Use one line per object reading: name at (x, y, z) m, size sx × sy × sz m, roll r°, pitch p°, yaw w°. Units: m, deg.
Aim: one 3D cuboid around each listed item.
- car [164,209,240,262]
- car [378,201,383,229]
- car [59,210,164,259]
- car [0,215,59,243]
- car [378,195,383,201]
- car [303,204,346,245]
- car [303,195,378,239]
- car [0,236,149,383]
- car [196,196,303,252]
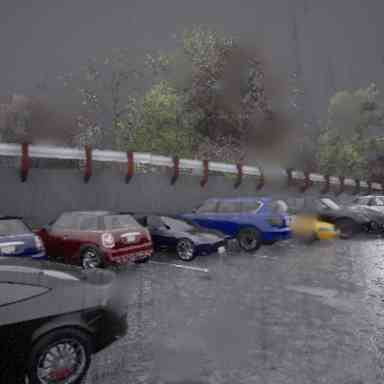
car at (-0.986, 1.517, 12.278) m, size 4.792 × 1.488 × 2.163 m, roll -1°, pitch -1°, yaw 35°
car at (8.829, 1.490, 19.305) m, size 4.892 × 1.521 × 2.231 m, roll -1°, pitch -1°, yaw 35°
car at (-3.449, 1.361, 10.523) m, size 4.553 × 1.767 × 2.185 m, roll -1°, pitch -1°, yaw 34°
car at (-5.909, 1.361, 8.756) m, size 4.553 × 1.767 × 2.185 m, roll -1°, pitch -1°, yaw 35°
car at (11.261, 1.239, 21.099) m, size 5.566 × 2.045 × 2.435 m, roll -1°, pitch -1°, yaw 34°
car at (4.064, 1.483, 15.706) m, size 5.366 × 1.575 × 1.946 m, roll -1°, pitch -1°, yaw 34°
car at (6.391, 1.237, 17.546) m, size 5.566 × 2.045 × 2.435 m, roll -1°, pitch -1°, yaw 35°
car at (-3.010, 1.526, 3.671) m, size 4.674 × 1.442 × 1.812 m, roll 0°, pitch 0°, yaw -36°
car at (1.422, 1.237, 14.071) m, size 5.566 × 2.045 × 2.435 m, roll -1°, pitch 0°, yaw 34°
